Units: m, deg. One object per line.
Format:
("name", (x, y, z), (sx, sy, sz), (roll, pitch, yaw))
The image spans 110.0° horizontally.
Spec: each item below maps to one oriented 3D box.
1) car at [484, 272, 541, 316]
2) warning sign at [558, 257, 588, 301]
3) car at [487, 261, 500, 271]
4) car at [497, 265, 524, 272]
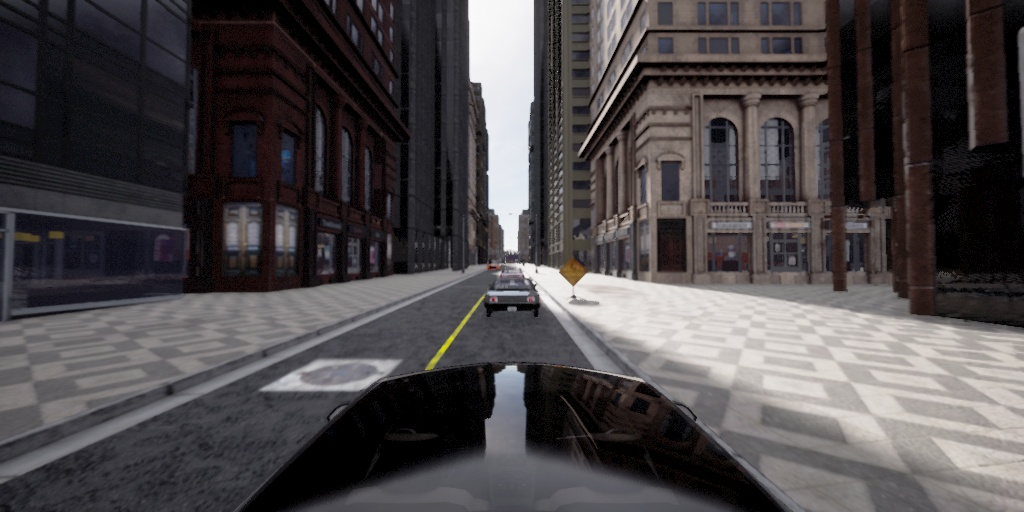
("car", (0.029, 1.445, 13.768), (1.895, 1.301, 4.718), (0, 0, 0))
("warning sign", (2.711, 0.975, 15.753), (1.300, 1.860, 1.060), (0, 0, 0))
("car", (-3.076, 1.604, 60.072), (2.097, 1.767, 4.553), (0, -1, 1))
("car", (0.023, 1.570, 28.772), (1.895, 1.301, 4.718), (0, 0, 0))
